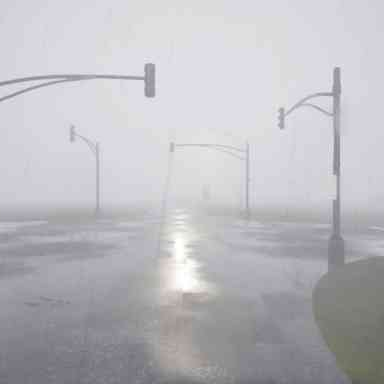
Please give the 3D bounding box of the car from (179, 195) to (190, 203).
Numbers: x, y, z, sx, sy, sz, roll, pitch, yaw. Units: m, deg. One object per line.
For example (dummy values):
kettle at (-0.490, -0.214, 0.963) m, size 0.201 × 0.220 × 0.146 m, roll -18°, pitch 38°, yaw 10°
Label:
car at (-1.565, 1.384, 69.784) m, size 2.097 × 1.767 × 4.553 m, roll 0°, pitch 0°, yaw -3°

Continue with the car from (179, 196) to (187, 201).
car at (-2.159, 1.559, 79.858) m, size 1.895 × 1.301 × 4.718 m, roll 0°, pitch 0°, yaw -4°

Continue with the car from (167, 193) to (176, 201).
car at (-4.548, 1.013, 73.879) m, size 2.097 × 1.767 × 4.553 m, roll 0°, pitch 0°, yaw -3°
